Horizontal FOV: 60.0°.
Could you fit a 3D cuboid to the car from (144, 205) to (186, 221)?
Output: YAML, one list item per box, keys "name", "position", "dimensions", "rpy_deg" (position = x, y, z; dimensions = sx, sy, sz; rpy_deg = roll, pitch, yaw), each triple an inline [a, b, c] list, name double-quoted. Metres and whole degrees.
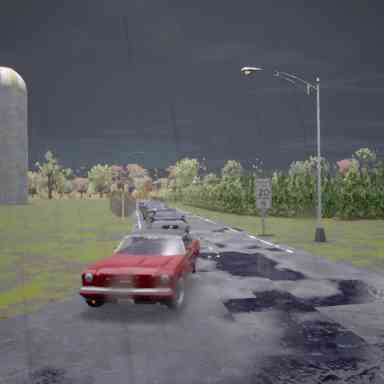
- name: "car"
  position: [-1.353, 1.649, 17.798]
  dimensions: [1.994, 1.385, 4.181]
  rpy_deg: [-1, 0, -10]

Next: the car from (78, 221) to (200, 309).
- name: "car"
  position: [-0.934, 1.661, 8.188]
  dimensions: [1.895, 1.301, 4.718]
  rpy_deg: [-1, 0, 7]

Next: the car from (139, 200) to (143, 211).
- name: "car"
  position: [-3.417, 1.700, 29.866]
  dimensions: [1.994, 1.385, 4.181]
  rpy_deg: [-1, 0, -10]

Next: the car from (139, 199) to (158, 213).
- name: "car"
  position: [-5.608, 1.682, 42.084]
  dimensions: [2.128, 1.511, 4.902]
  rpy_deg: [-1, 0, -10]

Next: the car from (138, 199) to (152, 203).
- name: "car"
  position: [-4.454, 1.709, 35.732]
  dimensions: [2.033, 1.411, 5.357]
  rpy_deg: [-1, 0, -10]

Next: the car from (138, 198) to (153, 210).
- name: "car"
  position: [-6.733, 1.695, 48.170]
  dimensions: [1.882, 1.535, 5.008]
  rpy_deg: [-1, 0, -11]

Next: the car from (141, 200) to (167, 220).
- name: "car"
  position: [-2.306, 1.600, 23.444]
  dimensions: [2.128, 1.511, 4.902]
  rpy_deg: [-1, 0, -10]
